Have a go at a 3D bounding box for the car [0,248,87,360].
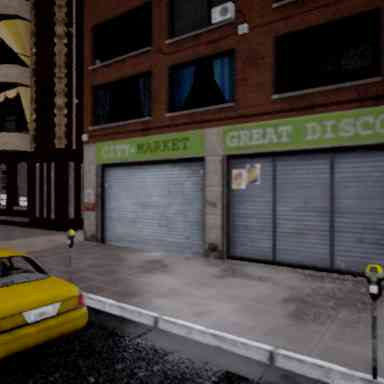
[{"bbox_3d":[-3.779,1.490,5.568,4.829,1.417,1.752,0,0,35],"label":"car"}]
